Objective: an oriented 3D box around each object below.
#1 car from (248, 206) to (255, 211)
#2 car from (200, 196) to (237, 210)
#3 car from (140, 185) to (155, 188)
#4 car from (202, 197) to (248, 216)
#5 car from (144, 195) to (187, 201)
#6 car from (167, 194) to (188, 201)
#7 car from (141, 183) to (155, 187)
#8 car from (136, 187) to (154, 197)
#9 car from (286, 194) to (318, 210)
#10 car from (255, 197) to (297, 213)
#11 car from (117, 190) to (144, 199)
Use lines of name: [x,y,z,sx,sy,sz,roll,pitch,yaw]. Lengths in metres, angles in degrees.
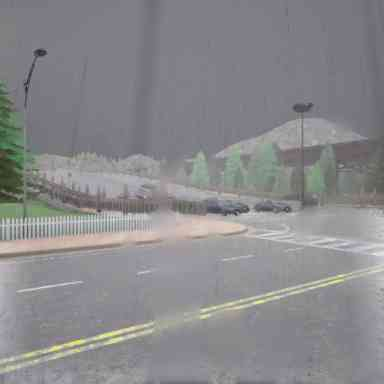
car: [4.298,1.555,36.148,1.994,1.385,4.181,0,0,-36]
car: [3.392,1.424,43.271,1.882,1.535,5.008,0,1,-36]
car: [-8.632,0.169,59.776,1.837,1.490,4.892,0,6,-36]
car: [2.618,1.543,32.526,2.033,1.411,5.357,0,0,-36]
car: [-3.348,1.451,40.615,2.033,1.411,5.357,0,2,-36]
car: [-1.600,1.412,44.147,1.994,1.385,4.181,0,2,-36]
car: [-9.869,-1.239,73.406,2.128,1.511,4.902,0,7,-36]
car: [-7.520,0.635,52.235,2.097,1.767,4.553,0,4,-36]
car: [13.159,1.214,42.383,2.150,2.045,5.566,0,0,-39]
car: [8.714,1.558,36.059,1.994,1.385,4.181,0,0,-36]
car: [-9.427,0.904,48.908,1.837,1.490,4.892,0,4,-36]
